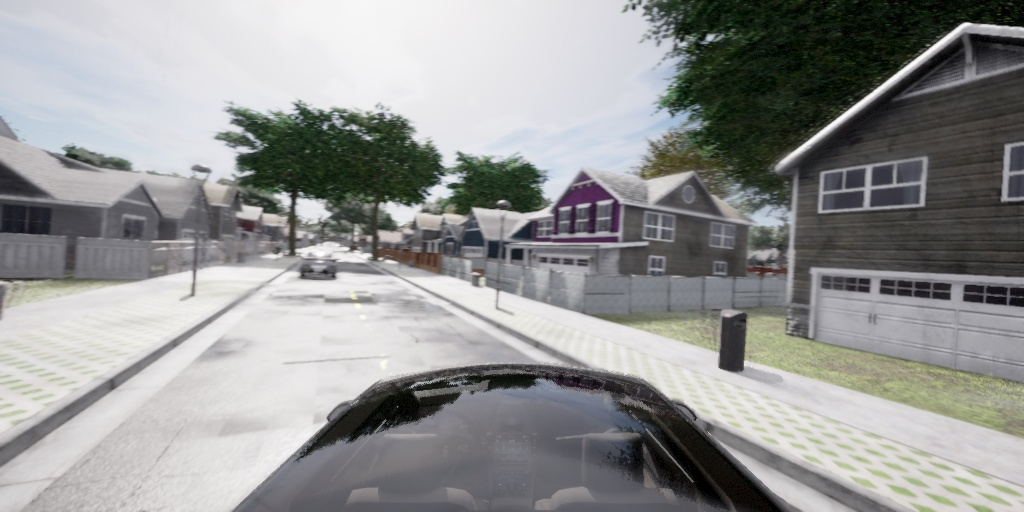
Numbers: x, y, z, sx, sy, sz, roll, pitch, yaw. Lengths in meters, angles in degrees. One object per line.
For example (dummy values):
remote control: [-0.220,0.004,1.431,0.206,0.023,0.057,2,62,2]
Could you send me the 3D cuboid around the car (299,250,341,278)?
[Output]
car: [-11.371,0.419,21.245,2.128,1.511,4.902,4,0,-27]
